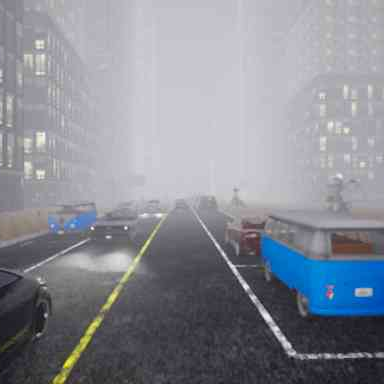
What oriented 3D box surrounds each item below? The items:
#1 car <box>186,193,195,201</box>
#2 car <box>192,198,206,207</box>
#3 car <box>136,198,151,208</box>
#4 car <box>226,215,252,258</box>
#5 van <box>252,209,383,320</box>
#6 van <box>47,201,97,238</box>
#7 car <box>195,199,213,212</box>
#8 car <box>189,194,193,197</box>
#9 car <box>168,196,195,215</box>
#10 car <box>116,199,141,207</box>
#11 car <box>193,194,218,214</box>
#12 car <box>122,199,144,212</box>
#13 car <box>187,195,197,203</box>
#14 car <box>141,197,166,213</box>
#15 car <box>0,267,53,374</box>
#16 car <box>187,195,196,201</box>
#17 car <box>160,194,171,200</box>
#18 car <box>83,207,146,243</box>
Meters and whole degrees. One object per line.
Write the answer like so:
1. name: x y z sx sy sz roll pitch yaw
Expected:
1. car: -0.368 1.325 90.055 2.192 1.841 5.009 0 0 -2
2. car: 0.969 1.566 51.304 1.947 1.339 4.313 0 0 -2
3. car: -7.406 1.645 51.014 1.802 1.307 4.206 0 0 -2
4. car: 2.328 1.530 12.555 1.887 1.381 4.507 0 0 -2
5. van: 2.609 1.323 7.023 1.690 1.788 3.998 0 0 -2
6. van: -6.262 1.392 17.798 1.690 1.788 3.998 0 0 -2
7. car: 1.350 1.541 40.231 1.887 1.381 4.507 0 0 -2
8. car: 1.159 1.313 45.768 2.192 1.841 5.009 0 0 -2
9. car: -1.080 1.505 34.019 2.128 1.511 4.902 0 0 -1
10. car: -6.834 1.624 34.406 1.947 1.339 4.313 0 0 -2
11. car: 1.540 1.310 34.695 2.192 1.841 5.009 0 0 -2
12. car: -7.025 1.610 39.941 2.008 1.369 4.403 0 0 -2
13. car: -0.005 1.485 69.841 1.882 1.535 5.008 0 0 -2
14. car: -4.252 1.564 37.208 1.812 1.442 4.674 0 0 -2
15. car: -3.185 1.589 3.656 1.994 1.385 4.181 0 0 -2
16. car: -0.177 1.575 84.519 1.947 1.339 4.313 0 0 -2
17. car: -5.606 1.274 76.662 2.033 1.411 5.357 0 0 -2
18. car: -3.628 1.631 16.474 1.895 1.301 4.718 0 0 -2
